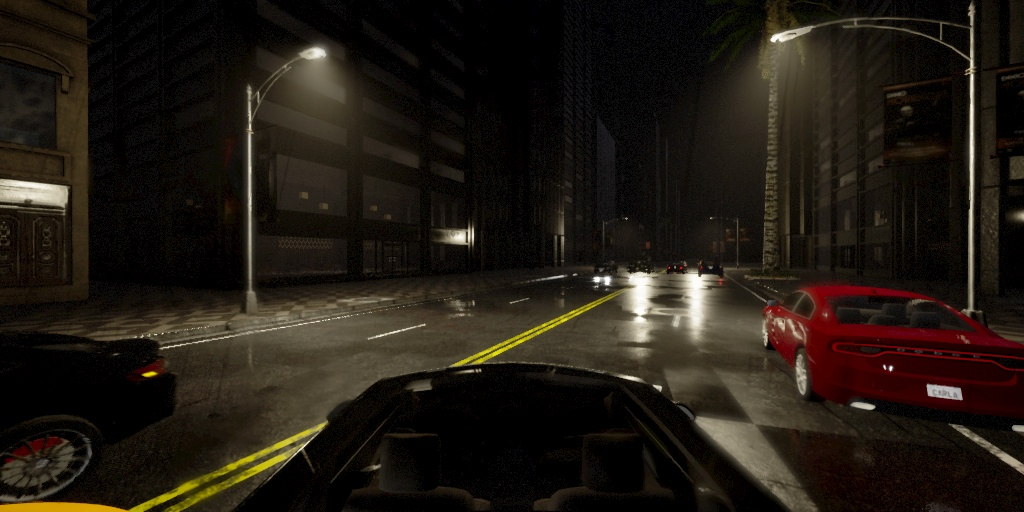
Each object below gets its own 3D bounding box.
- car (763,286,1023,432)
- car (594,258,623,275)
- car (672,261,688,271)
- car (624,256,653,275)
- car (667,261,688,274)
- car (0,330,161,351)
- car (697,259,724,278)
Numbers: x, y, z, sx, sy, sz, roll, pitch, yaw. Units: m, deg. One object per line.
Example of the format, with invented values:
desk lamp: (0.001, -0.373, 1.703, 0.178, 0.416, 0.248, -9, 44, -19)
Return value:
car: (5.513, 1.228, 5.834, 1.882, 1.535, 5.008, 0, 0, 27)
car: (10.326, 1.256, 39.203, 2.128, 1.511, 4.902, 0, 0, 27)
car: (23.534, 1.379, 50.232, 1.895, 1.301, 4.718, 0, 0, 27)
car: (14.405, 0.987, 40.028, 2.150, 2.045, 5.566, 0, 0, 27)
car: (18.647, 1.315, 40.733, 2.033, 1.411, 5.357, 0, 0, 27)
car: (-5.105, 1.276, 2.108, 1.812, 1.442, 4.674, 0, 0, 27)
car: (19.287, 1.116, 34.911, 2.097, 1.767, 4.553, 0, 0, 27)
